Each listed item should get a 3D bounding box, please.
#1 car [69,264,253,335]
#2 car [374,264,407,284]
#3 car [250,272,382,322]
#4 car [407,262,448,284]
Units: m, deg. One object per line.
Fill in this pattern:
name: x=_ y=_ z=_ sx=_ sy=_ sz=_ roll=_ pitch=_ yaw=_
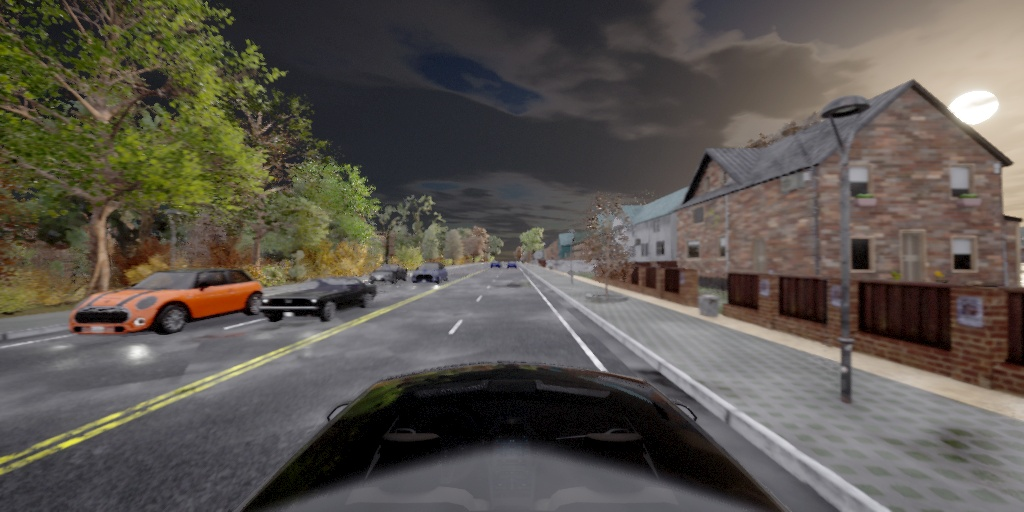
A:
car: x=-9.817 y=1.161 z=10.756 sx=2.097 sy=1.767 sz=4.553 roll=0 pitch=0 yaw=0
car: x=-9.777 y=1.432 z=28.814 sx=2.128 sy=1.511 sz=4.902 roll=0 pitch=-1 yaw=1
car: x=-6.554 y=1.426 z=12.746 sx=1.895 sy=1.301 sz=4.718 roll=0 pitch=0 yaw=1
car: x=-6.527 y=1.292 z=28.912 sx=2.097 sy=1.767 sz=4.553 roll=0 pitch=0 yaw=0
